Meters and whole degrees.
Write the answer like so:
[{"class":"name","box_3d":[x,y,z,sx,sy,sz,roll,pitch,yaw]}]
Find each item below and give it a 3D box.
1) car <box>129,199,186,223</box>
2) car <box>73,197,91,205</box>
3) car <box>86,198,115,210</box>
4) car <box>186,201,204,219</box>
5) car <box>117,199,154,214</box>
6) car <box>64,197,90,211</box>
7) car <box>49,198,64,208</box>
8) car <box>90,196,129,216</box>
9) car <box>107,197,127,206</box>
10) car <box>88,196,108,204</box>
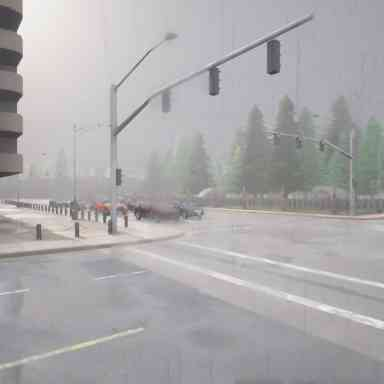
[{"class":"car","box_3d":[-2.851,1.533,26.553,1.882,1.535,5.008,0,0,-36]},{"class":"car","box_3d":[-20.807,1.656,62.957,1.895,1.301,4.718,0,0,-36]},{"class":"car","box_3d":[-12.552,1.603,45.580,2.033,1.411,5.357,0,0,-36]},{"class":"car","box_3d":[-0.867,1.547,29.758,2.128,1.511,4.902,0,0,-36]},{"class":"car","box_3d":[-6.385,1.547,37.224,2.128,1.511,4.902,0,0,-36]},{"class":"car","box_3d":[-13.748,1.547,41.307,2.128,1.511,4.902,0,0,-36]},{"class":"car","box_3d":[-20.021,1.603,49.856,2.033,1.411,5.357,0,0,-36]},{"class":"car","box_3d":[-8.320,1.407,33.947,2.097,1.767,4.553,0,0,-36]},{"class":"car","box_3d":[-13.227,1.581,58.610,1.812,1.442,4.674,0,0,-36]},{"class":"car","box_3d":[-18.740,1.547,66.049,2.128,1.511,4.902,0,0,-36]}]
